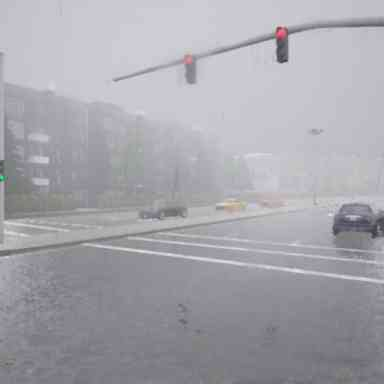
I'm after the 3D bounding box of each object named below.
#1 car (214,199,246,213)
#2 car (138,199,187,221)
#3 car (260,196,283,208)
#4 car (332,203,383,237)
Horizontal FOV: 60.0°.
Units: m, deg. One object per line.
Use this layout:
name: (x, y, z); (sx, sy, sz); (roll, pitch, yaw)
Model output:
car: (4.380, 1.502, 37.750); (1.882, 1.535, 5.008); (0, 0, 35)
car: (-2.411, 1.376, 28.066); (2.097, 1.767, 4.553); (0, 0, 35)
car: (11.455, 1.381, 47.820); (2.097, 1.767, 4.553); (0, 0, 35)
car: (9.260, 1.357, 18.295); (2.097, 1.767, 4.553); (0, 0, 35)
